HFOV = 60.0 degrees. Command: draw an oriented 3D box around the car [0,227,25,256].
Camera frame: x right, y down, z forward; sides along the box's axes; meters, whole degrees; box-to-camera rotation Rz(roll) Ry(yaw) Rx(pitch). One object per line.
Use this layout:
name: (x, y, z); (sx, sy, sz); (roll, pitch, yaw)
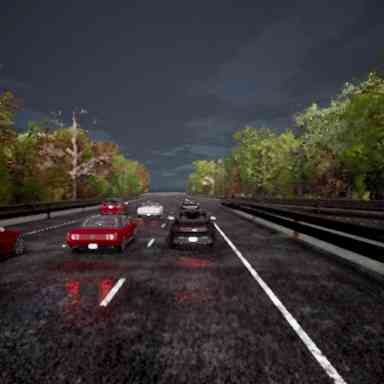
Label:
car: (-6.945, 1.529, 10.139); (1.812, 1.442, 4.674); (0, 0, 0)

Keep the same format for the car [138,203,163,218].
car: (-3.715, 1.613, 30.372); (1.895, 1.301, 4.718); (0, 0, -1)

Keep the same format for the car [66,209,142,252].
car: (-3.473, 1.604, 13.841); (1.895, 1.301, 4.718); (0, 0, -1)

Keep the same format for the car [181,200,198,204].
car: (-0.245, 1.504, 31.701); (2.128, 1.511, 4.902); (0, 0, -1)

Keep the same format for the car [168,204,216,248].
car: (0.016, 1.507, 14.760); (1.837, 1.490, 4.892); (0, 0, -1)

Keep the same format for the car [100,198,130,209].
car: (-7.243, 1.367, 31.566); (2.097, 1.767, 4.553); (0, 0, -1)
